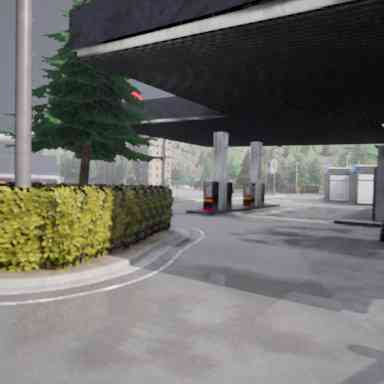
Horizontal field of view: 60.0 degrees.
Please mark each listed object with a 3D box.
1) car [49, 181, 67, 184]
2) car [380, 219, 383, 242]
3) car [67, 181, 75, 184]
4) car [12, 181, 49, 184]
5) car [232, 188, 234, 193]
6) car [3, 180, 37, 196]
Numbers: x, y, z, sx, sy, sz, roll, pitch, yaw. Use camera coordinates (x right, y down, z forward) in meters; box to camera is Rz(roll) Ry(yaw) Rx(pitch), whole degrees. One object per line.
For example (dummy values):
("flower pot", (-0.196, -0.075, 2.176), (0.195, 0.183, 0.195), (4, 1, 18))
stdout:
("car", (-27.069, -1.303, 65.461), (3.866, 1.878, 1.905), (2, 2, 35))
("car", (10.067, 1.410, 15.307), (2.242, 1.667, 4.611), (2, 2, 35))
("car", (-25.738, -1.327, 68.076), (4.605, 1.855, 1.932), (2, 2, 35))
("car", (-17.437, -0.210, 35.243), (3.866, 1.878, 1.905), (2, 2, 35))
("car", (6.350, -0.340, 68.296), (4.514, 1.523, 2.007), (2, 2, 35))
("car", (-21.990, -0.503, 42.447), (4.605, 1.855, 1.932), (2, 2, 35))
